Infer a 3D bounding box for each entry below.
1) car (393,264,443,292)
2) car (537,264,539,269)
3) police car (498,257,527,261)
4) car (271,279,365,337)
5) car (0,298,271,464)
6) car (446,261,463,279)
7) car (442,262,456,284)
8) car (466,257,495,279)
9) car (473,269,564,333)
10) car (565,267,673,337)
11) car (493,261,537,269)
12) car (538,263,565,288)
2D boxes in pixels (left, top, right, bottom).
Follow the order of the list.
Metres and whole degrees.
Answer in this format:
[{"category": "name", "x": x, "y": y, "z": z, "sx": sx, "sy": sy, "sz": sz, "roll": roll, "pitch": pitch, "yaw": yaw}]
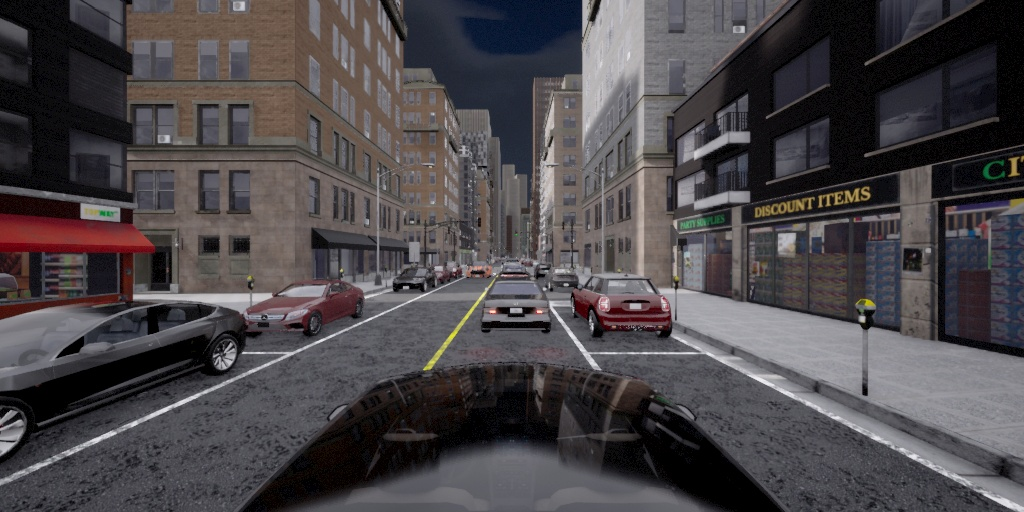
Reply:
[{"category": "car", "x": -5.638, "y": 1.317, "z": 21.265, "sx": 1.948, "sy": 1.339, "sz": 4.313, "roll": 0, "pitch": 0, "yaw": 0}, {"category": "car", "x": 2.905, "y": 1.319, "z": 32.253, "sx": 1.948, "sy": 1.339, "sz": 4.313, "roll": 0, "pitch": 0, "yaw": 0}, {"category": "police car", "x": 0.046, "y": 1.178, "z": 31.418, "sx": 1.930, "sy": 1.638, "sz": 5.238, "roll": 0, "pitch": 0, "yaw": 0}, {"category": "car", "x": -5.657, "y": 1.332, "z": 10.263, "sx": 1.802, "sy": 1.307, "sz": 4.207, "roll": 0, "pitch": 0, "yaw": 0}, {"category": "car", "x": -5.667, "y": 1.316, "z": 4.762, "sx": 1.948, "sy": 1.339, "sz": 4.313, "roll": 0, "pitch": 0, "yaw": 0}, {"category": "car", "x": -5.620, "y": 1.193, "z": 32.268, "sx": 1.967, "sy": 1.591, "sz": 4.097, "roll": 0, "pitch": 0, "yaw": 0}, {"category": "car", "x": -5.630, "y": 1.334, "z": 26.767, "sx": 1.802, "sy": 1.307, "sz": 4.207, "roll": 0, "pitch": 0, "yaw": 0}, {"category": "car", "x": -2.950, "y": 1.158, "z": 33.068, "sx": 2.097, "sy": 1.767, "sz": 4.553, "roll": 0, "pitch": 0, "yaw": 0}, {"category": "car", "x": 0.110, "y": 1.297, "z": 10.719, "sx": 2.033, "sy": 1.411, "sz": 5.357, "roll": 0, "pitch": 0, "yaw": 0}, {"category": "car", "x": 2.868, "y": 1.190, "z": 10.248, "sx": 1.967, "sy": 1.591, "sz": 4.097, "roll": 0, "pitch": 0, "yaw": 0}, {"category": "car", "x": 0.129, "y": 1.242, "z": 21.242, "sx": 2.128, "sy": 1.511, "sz": 4.902, "roll": 0, "pitch": 0, "yaw": 0}, {"category": "car", "x": 2.887, "y": 1.301, "z": 21.251, "sx": 2.007, "sy": 1.370, "sz": 4.403, "roll": 0, "pitch": 0, "yaw": 0}]
